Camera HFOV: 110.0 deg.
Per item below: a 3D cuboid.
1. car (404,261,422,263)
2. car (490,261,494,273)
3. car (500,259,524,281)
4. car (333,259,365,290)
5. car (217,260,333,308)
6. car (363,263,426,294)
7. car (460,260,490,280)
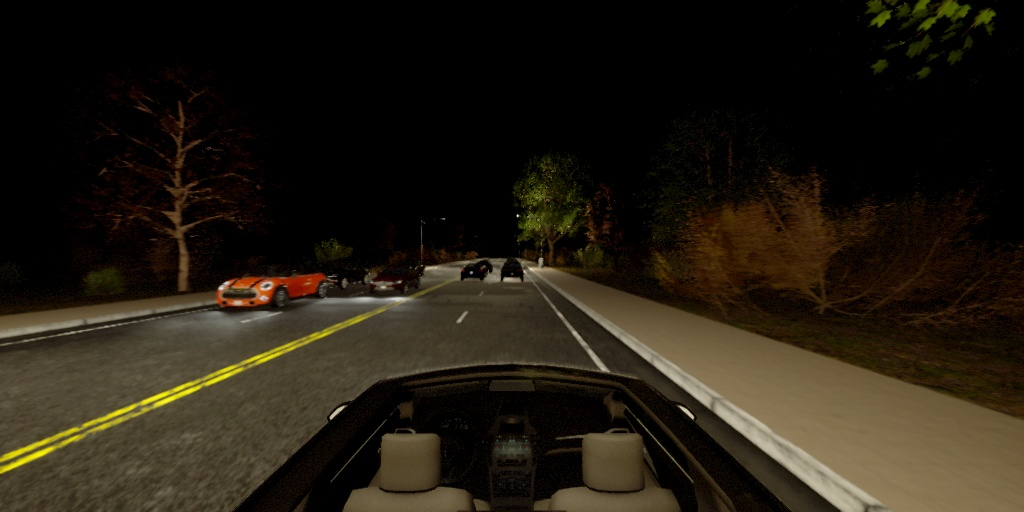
[{"bbox_3d":[-9.749,1.245,34.880,1.837,1.490,4.892,0,0,0],"label":"car"},{"bbox_3d":[-3.214,1.244,42.741,1.837,1.490,4.892,0,1,0],"label":"car"},{"bbox_3d":[0.012,1.226,30.144,1.882,1.535,5.008,0,0,0],"label":"car"},{"bbox_3d":[-9.744,0.959,20.429,1.837,1.490,4.892,0,0,0],"label":"car"},{"bbox_3d":[-9.836,1.093,15.116,2.097,1.767,4.553,0,0,0],"label":"car"},{"bbox_3d":[-6.494,1.307,20.431,1.812,1.442,4.674,0,0,0],"label":"car"},{"bbox_3d":[-3.234,1.309,30.704,1.994,1.385,4.181,0,0,0],"label":"car"}]
